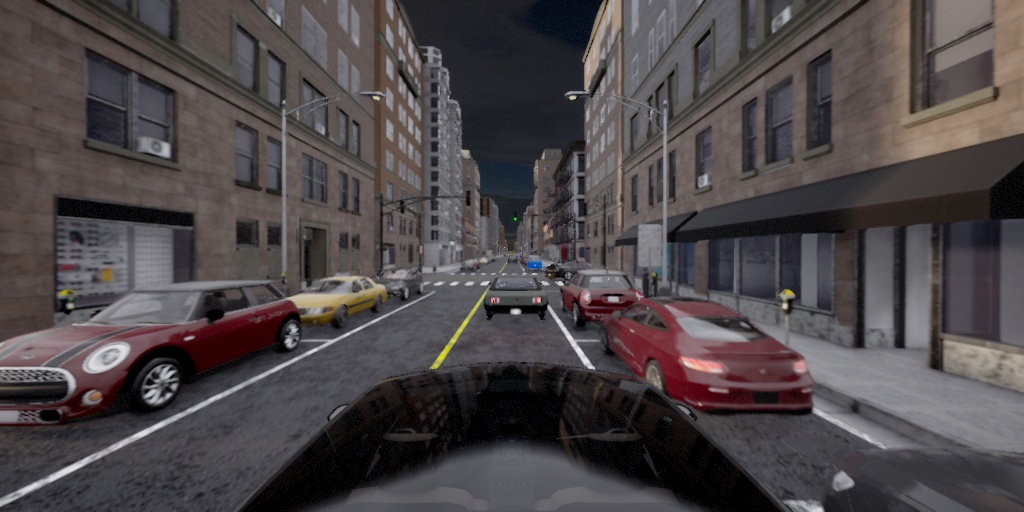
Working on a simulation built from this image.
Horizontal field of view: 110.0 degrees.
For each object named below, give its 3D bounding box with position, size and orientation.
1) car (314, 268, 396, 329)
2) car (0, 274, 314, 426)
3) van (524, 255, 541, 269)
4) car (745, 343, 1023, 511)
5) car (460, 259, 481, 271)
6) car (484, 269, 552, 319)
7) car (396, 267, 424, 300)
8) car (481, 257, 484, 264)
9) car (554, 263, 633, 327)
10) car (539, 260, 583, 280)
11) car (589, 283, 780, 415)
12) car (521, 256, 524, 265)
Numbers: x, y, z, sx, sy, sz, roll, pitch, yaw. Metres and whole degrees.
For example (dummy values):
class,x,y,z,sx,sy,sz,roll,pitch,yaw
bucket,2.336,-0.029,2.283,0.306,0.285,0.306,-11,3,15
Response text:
class,x,y,z,sx,sy,sz,roll,pitch,yaw
car,-5.373,1.227,11.154,1.751,1.417,4.829,0,0,0
car,-5.382,1.169,5.807,1.967,1.591,4.097,0,0,0
van,2.705,0.877,43.920,1.690,1.789,3.998,0,0,0
car,2.634,1.308,0.282,2.007,1.370,4.403,0,0,0
car,-5.320,1.087,43.924,2.007,1.370,4.403,0,0,0
car,0.117,1.296,12.519,1.895,1.301,4.718,0,0,0
car,-5.364,1.224,16.843,2.007,1.370,4.403,0,0,0
car,-5.311,1.053,49.606,1.888,1.381,4.507,0,0,0
car,2.652,1.142,11.320,1.967,1.591,4.097,0,0,0
car,4.791,1.150,27.901,4.892,1.490,1.837,0,-3,-34
car,2.643,1.311,5.801,1.802,1.307,4.207,0,0,0
car,2.724,1.061,55.282,1.802,1.307,4.207,0,0,0
